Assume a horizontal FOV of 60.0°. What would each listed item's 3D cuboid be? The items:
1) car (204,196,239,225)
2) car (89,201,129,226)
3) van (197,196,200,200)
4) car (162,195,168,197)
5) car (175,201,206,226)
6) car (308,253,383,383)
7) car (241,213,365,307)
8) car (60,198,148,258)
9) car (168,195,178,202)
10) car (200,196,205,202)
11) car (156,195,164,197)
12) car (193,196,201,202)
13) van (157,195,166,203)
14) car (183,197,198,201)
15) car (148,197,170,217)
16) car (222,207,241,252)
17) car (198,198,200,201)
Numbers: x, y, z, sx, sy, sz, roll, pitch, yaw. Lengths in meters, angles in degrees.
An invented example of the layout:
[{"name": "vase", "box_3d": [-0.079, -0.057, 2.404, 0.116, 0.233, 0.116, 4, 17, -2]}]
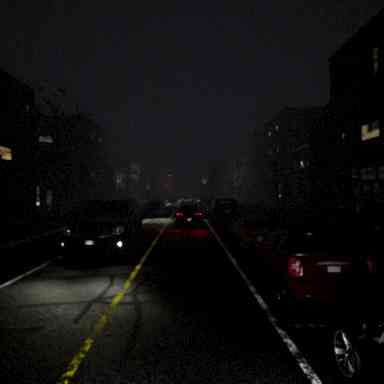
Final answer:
[{"name": "car", "box_3d": [2.337, 1.361, 24.698, 2.192, 1.841, 5.009, -1, 0, -1]}, {"name": "car", "box_3d": [-6.040, 1.515, 24.570, 1.967, 1.590, 4.097, -1, 0, -1]}, {"name": "van", "box_3d": [2.004, 1.436, 46.889, 1.690, 1.788, 3.998, -1, 0, -1]}, {"name": "car", "box_3d": [-6.708, 1.488, 68.952, 2.192, 1.841, 5.009, -1, 0, -1]}, {"name": "car", "box_3d": [-0.220, 1.578, 23.465, 1.812, 1.442, 4.674, 0, 0, -1]}, {"name": "car", "box_3d": [2.673, 1.562, 2.507, 1.947, 1.339, 4.313, -1, 0, -1]}, {"name": "car", "box_3d": [2.589, 1.449, 8.055, 1.967, 1.590, 4.097, -1, 0, -1]}, {"name": "car", "box_3d": [-3.276, 1.264, 13.258, 2.150, 2.045, 5.566, 0, 0, -1]}, {"name": "car", "box_3d": [-4.042, 1.707, 70.914, 1.994, 1.385, 4.181, 0, 0, -1]}, {"name": "car", "box_3d": [2.172, 1.511, 35.793, 1.967, 1.590, 4.097, -1, 0, -1]}, {"name": "car", "box_3d": [-6.538, 1.699, 57.856, 2.008, 1.369, 4.403, -1, 0, -1]}, {"name": "car", "box_3d": [1.152, 1.696, 81.449, 1.812, 1.442, 4.674, 0, 0, -1]}, {"name": "van", "box_3d": [-6.792, 1.526, 74.500, 1.690, 1.788, 3.998, -1, 0, -1]}, {"name": "car", "box_3d": [-0.556, 1.701, 45.076, 1.895, 1.301, 4.718, 0, 0, -1]}, {"name": "car", "box_3d": [-3.491, 1.560, 32.055, 1.882, 1.535, 5.008, 0, 0, 0]}, {"name": "car", "box_3d": [2.504, 1.547, 13.772, 1.752, 1.417, 4.829, -1, 0, -1]}, {"name": "car", "box_3d": [2.091, 1.665, 41.341, 1.802, 1.307, 4.206, -1, 0, -1]}]
